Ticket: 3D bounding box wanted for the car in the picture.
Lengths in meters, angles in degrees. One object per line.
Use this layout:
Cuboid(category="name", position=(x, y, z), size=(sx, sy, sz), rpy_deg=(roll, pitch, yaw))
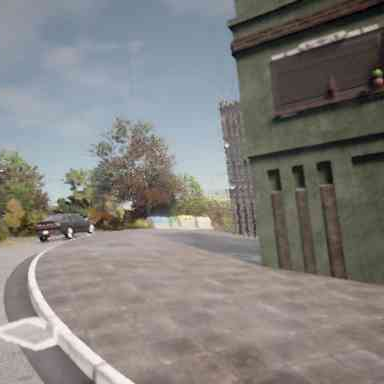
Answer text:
Cuboid(category="car", position=(-7.893, 2.147, 21.084), size=(1.837, 1.490, 4.892), rpy_deg=(-7, -4, 8))
